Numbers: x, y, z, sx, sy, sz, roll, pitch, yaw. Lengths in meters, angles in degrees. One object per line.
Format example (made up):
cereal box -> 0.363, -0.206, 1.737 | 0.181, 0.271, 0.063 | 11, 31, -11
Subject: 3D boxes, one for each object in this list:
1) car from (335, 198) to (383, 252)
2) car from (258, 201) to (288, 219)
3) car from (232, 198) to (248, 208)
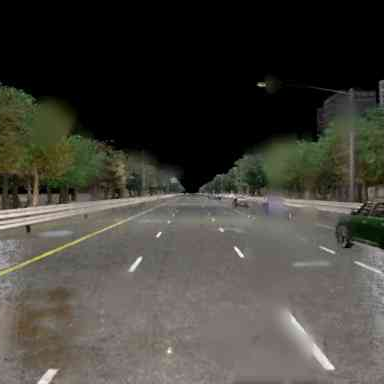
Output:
car -> 7.002, 1.223, 11.395 | 2.150, 2.045, 5.566 | 0, 0, 0
car -> 7.004, 1.537, 28.900 | 1.812, 1.442, 4.674 | 0, 0, 0
car -> 7.018, 1.552, 48.736 | 1.812, 1.442, 4.674 | 0, 0, 0
